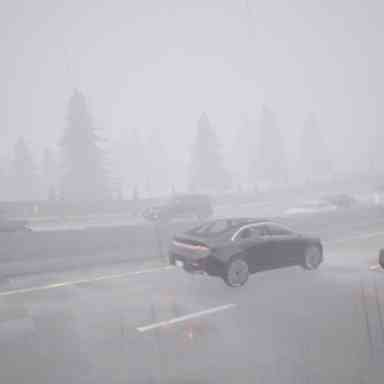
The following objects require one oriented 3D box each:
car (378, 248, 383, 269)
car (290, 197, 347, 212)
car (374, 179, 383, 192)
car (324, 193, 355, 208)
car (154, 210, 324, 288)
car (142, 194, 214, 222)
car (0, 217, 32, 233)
[{"bbox_3d":[6.922,1.578,8.682,4.718,1.301,1.895,0,0,-35],"label":"car"},{"bbox_3d":[8.244,1.347,22.756,4.674,1.442,1.812,-2,1,-35],"label":"car"},{"bbox_3d":[25.995,-1.083,43.932,4.553,1.767,2.097,-8,5,-34],"label":"car"},{"bbox_3d":[13.067,0.906,30.493,4.892,1.490,1.837,-4,2,-35],"label":"car"},{"bbox_3d":[1.683,1.477,9.245,4.902,1.511,2.128,0,0,-35],"label":"car"},{"bbox_3d":[-0.943,1.184,24.808,5.566,2.045,2.150,-1,0,-35],"label":"car"},{"bbox_3d":[-9.848,1.549,14.163,5.357,1.411,2.033,0,0,-35],"label":"car"}]
